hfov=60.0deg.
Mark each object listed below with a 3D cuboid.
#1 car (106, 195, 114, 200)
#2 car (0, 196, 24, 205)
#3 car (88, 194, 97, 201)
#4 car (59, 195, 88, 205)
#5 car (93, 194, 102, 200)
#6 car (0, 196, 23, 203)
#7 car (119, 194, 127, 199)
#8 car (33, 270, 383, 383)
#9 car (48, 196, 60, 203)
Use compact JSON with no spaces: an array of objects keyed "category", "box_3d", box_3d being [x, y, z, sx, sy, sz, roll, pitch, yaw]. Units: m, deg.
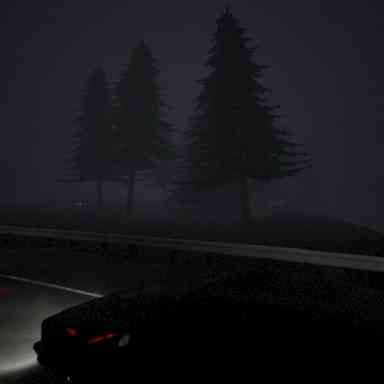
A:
[{"category":"car","box_3d":[-22.519,1.515,91.131,2.128,1.511,4.902,0,0,-11]},{"category":"car","box_3d":[-31.150,1.483,57.325,2.128,1.511,4.902,0,0,14]},{"category":"car","box_3d":[-21.919,1.516,69.394,1.812,1.442,4.674,0,0,5]},{"category":"car","box_3d":[-20.326,1.556,57.344,1.994,1.385,4.181,0,0,13]},{"category":"car","box_3d":[-26.189,1.343,92.037,2.097,1.767,4.553,0,0,-11]},{"category":"car","box_3d":[-39.214,1.529,72.304,2.033,1.411,5.357,0,0,5]},{"category":"car","box_3d":[-18.900,1.345,90.728,2.097,1.767,4.553,0,0,-11]},{"category":"car","box_3d":[0.745,1.547,3.200,5.357,1.411,2.033,0,0,34]},{"category":"car","box_3d":[-25.889,1.538,64.741,2.033,1.411,5.357,0,0,9]}]
